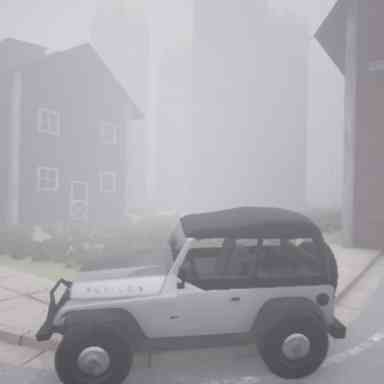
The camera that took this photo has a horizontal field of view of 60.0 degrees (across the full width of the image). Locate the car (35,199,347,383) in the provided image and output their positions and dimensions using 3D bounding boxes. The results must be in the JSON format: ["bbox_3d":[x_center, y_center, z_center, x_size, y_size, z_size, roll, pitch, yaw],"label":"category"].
[{"bbox_3d":[0.100,1.217,4.632,3.866,1.878,1.905,-1,6,-7],"label":"car"}]
